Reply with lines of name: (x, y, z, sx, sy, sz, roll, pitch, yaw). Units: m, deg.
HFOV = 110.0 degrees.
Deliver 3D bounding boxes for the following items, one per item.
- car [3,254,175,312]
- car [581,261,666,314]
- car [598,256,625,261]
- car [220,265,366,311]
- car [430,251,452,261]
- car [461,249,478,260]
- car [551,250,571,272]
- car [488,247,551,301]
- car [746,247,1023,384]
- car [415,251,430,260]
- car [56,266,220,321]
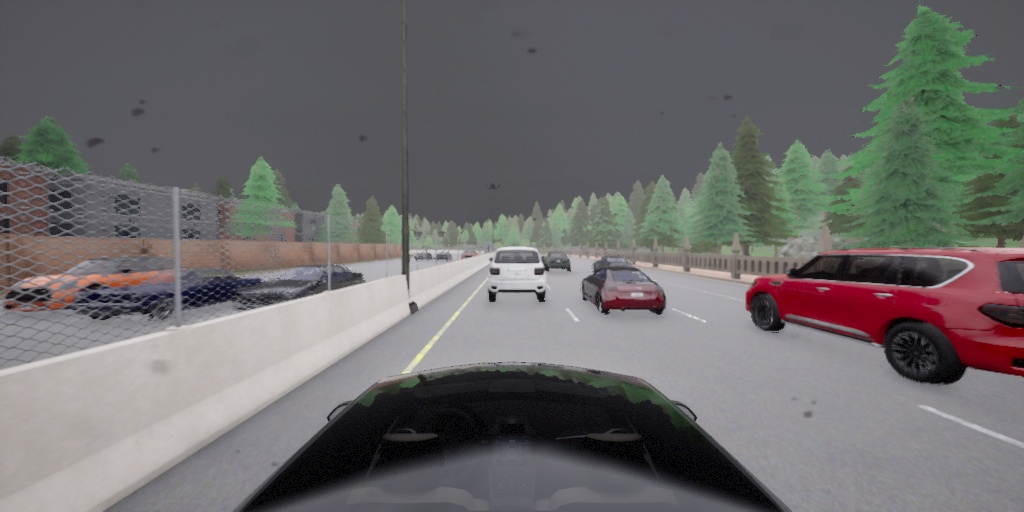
car: (-14.024, 0.824, 12.574, 2.097, 1.767, 4.553, 0, 1, 0)
car: (3.674, 1.053, 12.477, 1.994, 1.385, 4.181, 0, 1, 0)
car: (7.274, 0.702, 26.251, 2.033, 1.411, 5.357, 0, 1, 0)
car: (-7.024, 1.023, 12.655, 2.033, 1.411, 5.357, 0, 1, 0)
car: (-10.195, 0.016, 53.645, 2.033, 1.411, 5.357, 0, 1, 1)
car: (-6.658, -0.247, 56.543, 2.097, 1.767, 4.553, 0, 1, 1)
car: (3.811, 0.377, 31.438, 2.097, 1.767, 4.553, 0, 1, 0)
car: (0.195, 0.642, 15.135, 2.150, 2.045, 5.566, 0, 1, 0)
car: (7.133, 0.850, 6.922, 2.150, 2.045, 5.566, 0, 1, 0)
car: (-13.669, -0.021, 55.729, 1.994, 1.385, 4.181, 0, 1, 1)
car: (-10.533, 1.103, 11.453, 1.895, 1.301, 4.718, 0, 1, 0)
